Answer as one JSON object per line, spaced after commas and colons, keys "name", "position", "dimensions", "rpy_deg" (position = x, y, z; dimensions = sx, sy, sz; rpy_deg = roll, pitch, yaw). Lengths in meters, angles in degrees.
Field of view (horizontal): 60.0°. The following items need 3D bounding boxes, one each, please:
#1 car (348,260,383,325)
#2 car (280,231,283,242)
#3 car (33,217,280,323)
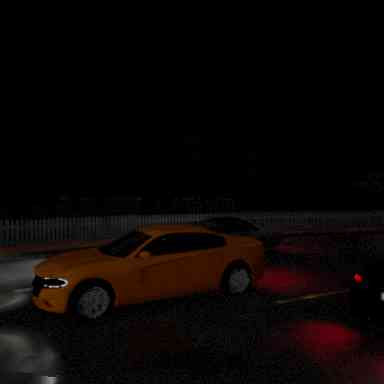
{"name": "car", "position": [4.805, 1.564, 5.767], "dimensions": [4.181, 1.385, 1.994], "rpy_deg": [0, 0, -24]}
{"name": "car", "position": [0.797, 1.601, 11.932], "dimensions": [4.718, 1.301, 1.895], "rpy_deg": [0, 0, -23]}
{"name": "car", "position": [-0.705, 1.477, 7.271], "dimensions": [5.008, 1.535, 1.882], "rpy_deg": [0, 0, -28]}
